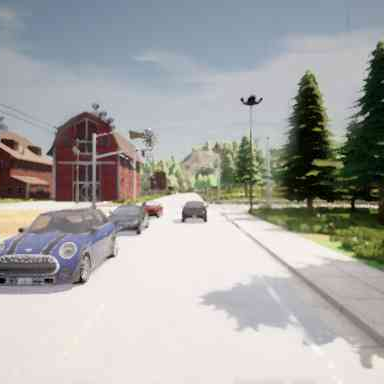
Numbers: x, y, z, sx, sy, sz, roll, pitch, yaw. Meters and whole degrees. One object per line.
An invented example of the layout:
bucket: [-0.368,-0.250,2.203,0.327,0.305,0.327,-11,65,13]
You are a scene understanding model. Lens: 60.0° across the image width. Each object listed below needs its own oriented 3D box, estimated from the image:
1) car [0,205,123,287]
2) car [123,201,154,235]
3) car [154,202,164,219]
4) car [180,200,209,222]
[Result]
car: [-3.563,1.303,9.355,2.097,1.767,4.553,0,0,0]
car: [-3.439,1.436,18.276,1.812,1.442,4.674,0,0,0]
car: [-3.437,1.466,27.623,1.895,1.301,4.718,0,0,1]
car: [0.184,1.387,24.863,1.837,1.490,4.892,0,0,0]
